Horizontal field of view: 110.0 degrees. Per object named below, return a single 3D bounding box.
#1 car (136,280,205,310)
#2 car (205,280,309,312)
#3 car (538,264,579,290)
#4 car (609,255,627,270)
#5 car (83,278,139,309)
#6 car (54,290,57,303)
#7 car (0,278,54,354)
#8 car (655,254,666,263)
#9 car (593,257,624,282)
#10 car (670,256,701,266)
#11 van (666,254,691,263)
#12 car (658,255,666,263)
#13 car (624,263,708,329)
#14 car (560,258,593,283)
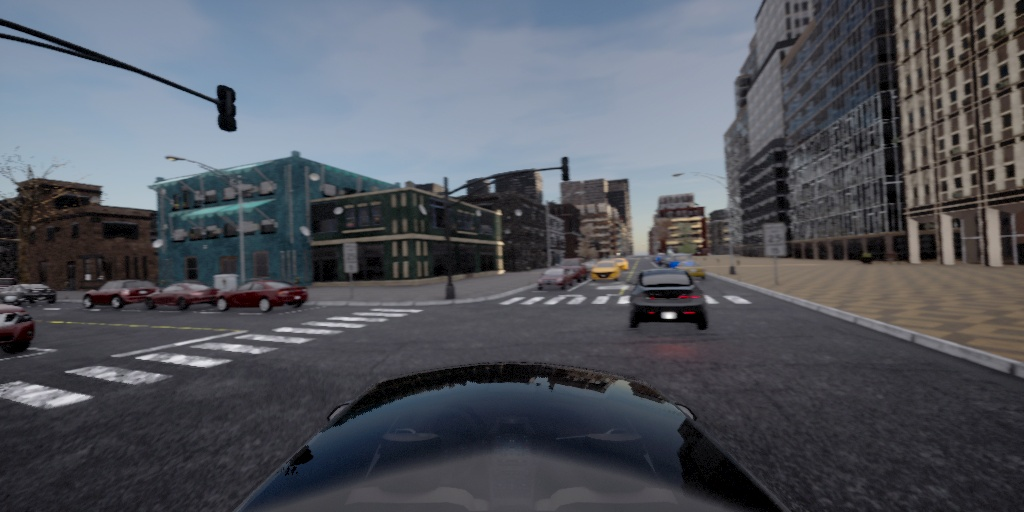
[{"bbox_3d":[-16.958,2.043,18.640,4.207,1.307,1.802,0,0,19],"label":"car"},{"bbox_3d":[-11.720,1.813,16.829,4.507,1.381,1.888,0,0,19],"label":"car"},{"bbox_3d":[2.913,1.403,23.245,1.802,1.307,4.207,0,0,20],"label":"car"},{"bbox_3d":[12.689,1.028,42.745,1.882,1.535,5.008,-3,-1,20],"label":"car"},{"bbox_3d":[-22.199,2.095,20.452,4.097,1.591,1.967,0,0,19],"label":"car"},{"bbox_3d":[-32.676,2.590,24.074,4.403,1.370,2.007,0,0,19],"label":"car"},{"bbox_3d":[-14.458,1.594,8.909,5.009,1.841,2.192,0,0,19],"label":"car"},{"bbox_3d":[22.101,0.764,51.726,1.948,1.339,4.313,0,0,20],"label":"car"},{"bbox_3d":[7.423,1.134,28.207,1.882,1.535,5.008,-3,-1,20],"label":"car"},{"bbox_3d":[12.729,0.913,25.782,1.751,1.417,4.829,0,0,20],"label":"car"},{"bbox_3d":[14.558,0.690,30.843,1.690,1.789,3.998,0,0,20],"label":"van"},{"bbox_3d":[18.329,0.825,41.284,2.007,1.370,4.403,0,0,20],"label":"car"},{"bbox_3d":[4.478,1.130,10.662,1.837,1.490,4.892,-3,-1,20],"label":"car"},{"bbox_3d":[4.798,1.097,28.466,2.192,1.841,5.009,0,0,20],"label":"car"}]
